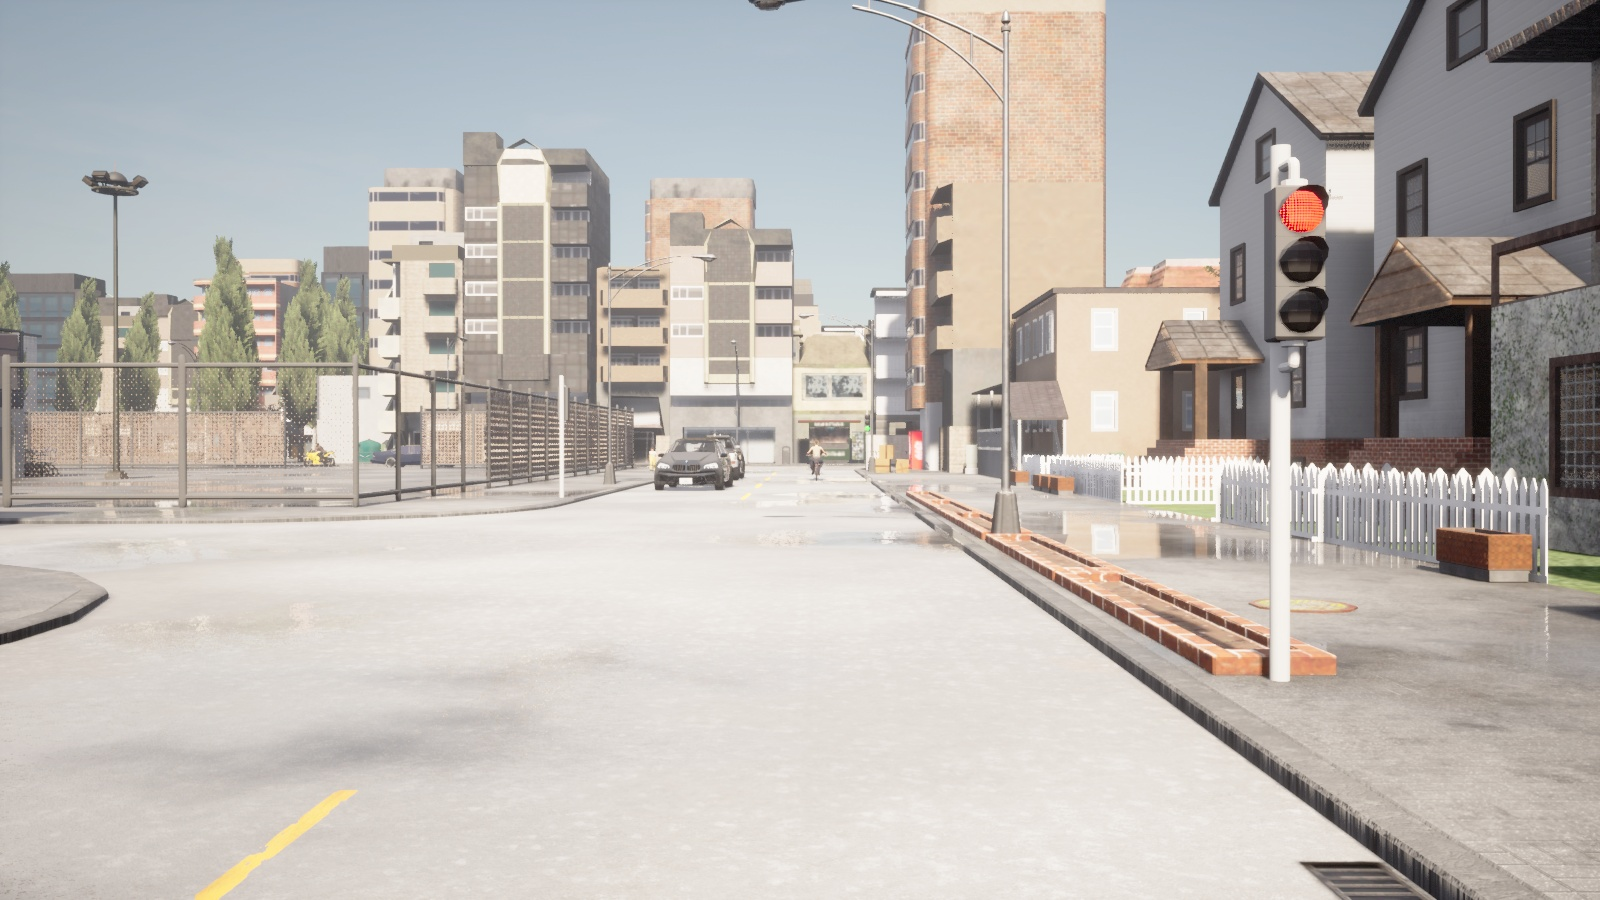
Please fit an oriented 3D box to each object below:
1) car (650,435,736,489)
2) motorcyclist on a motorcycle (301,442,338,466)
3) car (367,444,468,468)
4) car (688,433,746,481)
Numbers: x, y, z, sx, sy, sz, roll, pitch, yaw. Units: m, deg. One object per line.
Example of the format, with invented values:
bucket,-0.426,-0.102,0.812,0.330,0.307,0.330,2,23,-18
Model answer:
car,-3.419,0.357,41.005,2.242,1.667,4.611,0,0,2
motorcyclist on a motorcycle,-30.227,0.258,78.965,2.044,1.523,0.797,0,0,1
car,-22.766,0.353,74.878,5.357,1.411,2.033,0,0,1
car,-3.313,0.273,50.980,1.932,1.855,4.605,0,0,2
